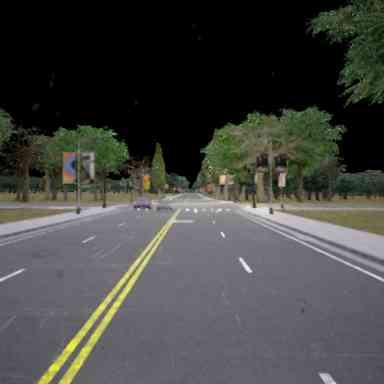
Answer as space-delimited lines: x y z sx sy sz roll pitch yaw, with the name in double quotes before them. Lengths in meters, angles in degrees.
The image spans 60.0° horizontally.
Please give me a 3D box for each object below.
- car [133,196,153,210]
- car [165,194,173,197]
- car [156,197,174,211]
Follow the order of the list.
"car" -6.455 1.389 44.104 2.097 1.767 4.553 0 0 -1
"car" -6.483 1.544 93.511 2.150 2.045 5.566 0 -1 0
"car" -3.241 1.631 40.291 1.895 1.301 4.718 0 0 0
